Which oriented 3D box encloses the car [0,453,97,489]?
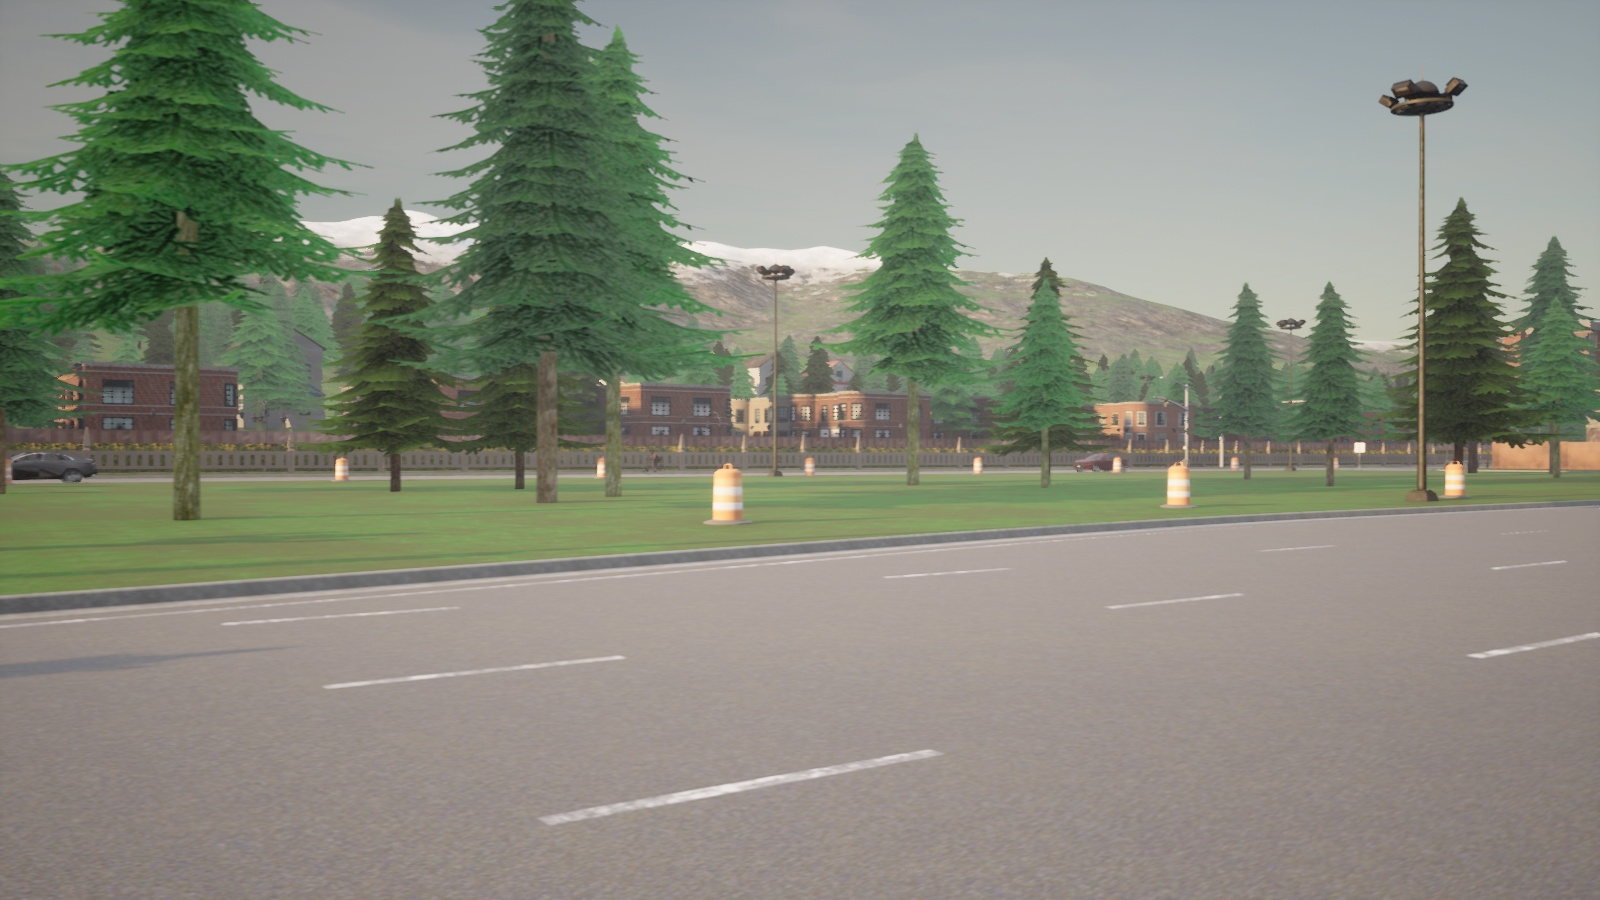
[{"bbox_3d":[-33.743,0.907,55.035,4.902,1.511,2.128,0,0,-35],"label":"car"}]
